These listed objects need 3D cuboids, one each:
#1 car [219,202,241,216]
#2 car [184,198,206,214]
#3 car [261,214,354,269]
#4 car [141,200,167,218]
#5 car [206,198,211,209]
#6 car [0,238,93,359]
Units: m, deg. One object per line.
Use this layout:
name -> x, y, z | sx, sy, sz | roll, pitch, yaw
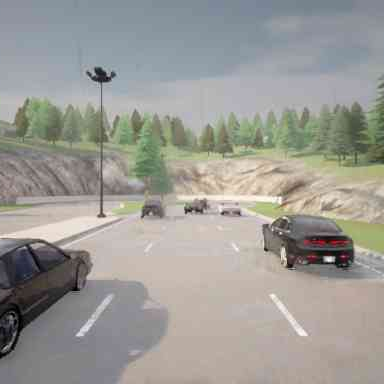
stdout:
car -> 3.654, 1.595, 32.805 | 1.895, 1.301, 4.718 | 0, 0, 1
car -> 0.241, 1.595, 34.834 | 1.895, 1.301, 4.718 | 0, 0, 2
car -> 3.600, 1.503, 11.137 | 1.837, 1.490, 4.892 | 0, 0, 0
car -> -3.374, 1.501, 29.905 | 1.837, 1.490, 4.892 | 0, 1, 1
car -> 1.286, 1.484, 44.065 | 2.128, 1.511, 4.902 | 0, 0, 11
car -> -3.400, 1.546, 5.877 | 2.033, 1.411, 5.357 | 0, 0, 0
